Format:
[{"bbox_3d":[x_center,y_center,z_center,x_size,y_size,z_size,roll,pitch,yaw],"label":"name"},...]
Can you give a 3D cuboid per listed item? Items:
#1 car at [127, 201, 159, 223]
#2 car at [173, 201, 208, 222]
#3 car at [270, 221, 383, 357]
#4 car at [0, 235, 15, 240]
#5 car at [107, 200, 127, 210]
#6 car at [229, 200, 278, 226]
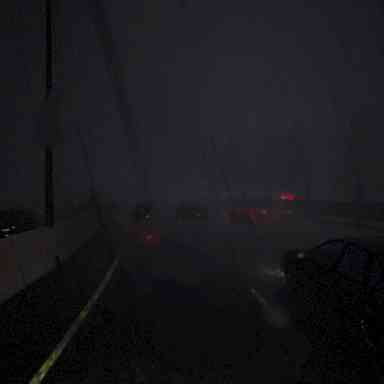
[{"bbox_3d":[-3.772,1.507,26.106,1.837,1.490,4.892,0,1,-15],"label":"car"},{"bbox_3d":[-0.188,1.468,26.329,1.882,1.535,5.008,0,0,-15],"label":"car"},{"bbox_3d":[3.273,1.536,5.982,2.033,1.411,5.357,0,0,-4],"label":"car"},{"bbox_3d":[-8.806,1.522,16.090,1.837,1.490,4.892,0,0,-11],"label":"car"},{"bbox_3d":[-9.500,1.611,41.998,1.895,1.301,4.718,0,0,-23],"label":"car"},{"bbox_3d":[4.143,1.332,23.259,2.097,1.767,4.553,0,0,-13],"label":"car"}]
